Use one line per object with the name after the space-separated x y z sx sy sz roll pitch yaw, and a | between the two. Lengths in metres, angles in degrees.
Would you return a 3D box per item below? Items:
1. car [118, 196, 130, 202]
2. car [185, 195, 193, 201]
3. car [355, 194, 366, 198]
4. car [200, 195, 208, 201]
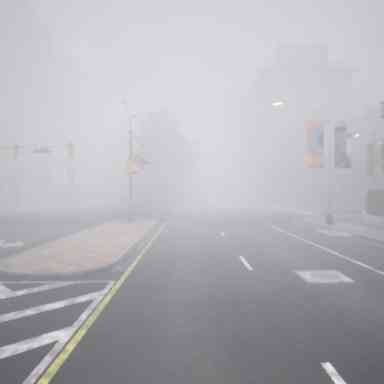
-15.300 1.635 74.848 1.895 1.301 4.718 0 0 -1 | car
-0.603 1.379 81.698 1.812 1.442 4.674 0 0 0 | car
37.381 1.233 76.641 2.231 1.521 4.892 0 0 -1 | car
2.897 1.361 81.725 2.128 1.511 4.902 0 0 0 | car
